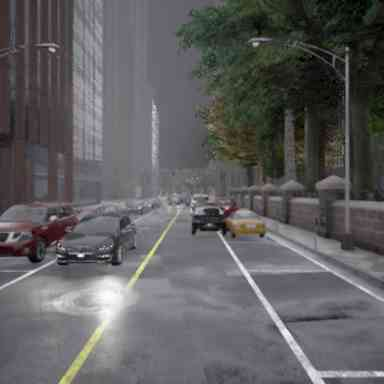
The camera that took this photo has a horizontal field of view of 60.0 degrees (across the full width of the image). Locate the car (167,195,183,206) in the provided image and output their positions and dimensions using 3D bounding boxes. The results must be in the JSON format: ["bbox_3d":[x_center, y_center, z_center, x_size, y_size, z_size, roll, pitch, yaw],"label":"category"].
[{"bbox_3d":[-3.027,1.666,58.029,1.812,1.442,4.674,0,0,0],"label":"car"}]

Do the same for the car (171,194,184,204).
[{"bbox_3d":[-1.647,1.514,65.208,2.097,1.767,4.553,1,0,-38],"label":"car"}]

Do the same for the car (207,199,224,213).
[{"bbox_3d":[2.744,1.612,39.711,1.752,1.417,4.829,0,0,0],"label":"car"}]

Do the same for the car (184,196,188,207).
[{"bbox_3d":[-0.024,1.648,54.113,1.812,1.442,4.674,0,0,0],"label":"car"}]

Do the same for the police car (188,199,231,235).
[{"bbox_3d":[0.891,1.465,19.371,1.930,1.638,5.238,0,0,0],"label":"police car"}]

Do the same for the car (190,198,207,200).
[{"bbox_3d":[0.887,1.568,29.261,1.837,1.490,4.892,0,0,0],"label":"car"}]

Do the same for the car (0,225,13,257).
[{"bbox_3d":[-5.766,1.595,6.792,1.802,1.307,4.206,0,0,0],"label":"car"}]

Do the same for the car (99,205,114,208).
[{"bbox_3d":[-5.771,1.579,17.706,1.887,1.381,4.507,0,0,0],"label":"car"}]

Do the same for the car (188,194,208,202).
[{"bbox_3d":[0.884,1.301,35.292,2.150,2.045,5.566,0,0,0],"label":"car"}]

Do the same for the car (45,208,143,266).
[{"bbox_3d":[-3.105,1.527,11.709,1.837,1.490,4.892,0,0,0],"label":"car"}]

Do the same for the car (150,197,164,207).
[{"bbox_3d":[-5.788,1.652,55.735,1.752,1.417,4.829,0,0,0],"label":"car"}]

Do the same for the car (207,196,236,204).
[{"bbox_3d":[2.749,1.375,28.628,2.192,1.841,5.009,0,0,0],"label":"car"}]

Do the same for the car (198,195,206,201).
[{"bbox_3d":[2.723,1.654,87.880,1.967,1.590,4.097,0,0,0],"label":"car"}]

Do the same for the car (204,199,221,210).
[{"bbox_3d":[2.742,1.666,44.997,1.947,1.339,4.313,0,0,0],"label":"car"}]

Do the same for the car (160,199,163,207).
[{"bbox_3d":[-5.786,1.553,50.449,1.967,1.590,4.097,0,0,0],"label":"car"}]

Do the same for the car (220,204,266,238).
[{"bbox_3d":[2.754,1.561,17.884,1.752,1.417,4.829,0,0,0],"label":"car"}]

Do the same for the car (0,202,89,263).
[{"bbox_3d":[-5.768,1.338,12.250,2.192,1.841,5.009,0,0,0],"label":"car"}]

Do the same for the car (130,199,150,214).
[{"bbox_3d":[-5.778,1.513,34.078,1.967,1.590,4.097,0,0,0],"label":"car"}]

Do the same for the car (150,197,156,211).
[{"bbox_3d":[-5.781,1.637,39.534,2.008,1.369,4.403,0,0,0],"label":"car"}]

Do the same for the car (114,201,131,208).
[{"bbox_3d":[-5.773,1.592,23.163,1.887,1.381,4.507,0,0,0],"label":"car"}]

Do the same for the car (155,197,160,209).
[{"bbox_3d":[-5.783,1.644,44.991,1.887,1.381,4.507,0,0,0],"label":"car"}]
